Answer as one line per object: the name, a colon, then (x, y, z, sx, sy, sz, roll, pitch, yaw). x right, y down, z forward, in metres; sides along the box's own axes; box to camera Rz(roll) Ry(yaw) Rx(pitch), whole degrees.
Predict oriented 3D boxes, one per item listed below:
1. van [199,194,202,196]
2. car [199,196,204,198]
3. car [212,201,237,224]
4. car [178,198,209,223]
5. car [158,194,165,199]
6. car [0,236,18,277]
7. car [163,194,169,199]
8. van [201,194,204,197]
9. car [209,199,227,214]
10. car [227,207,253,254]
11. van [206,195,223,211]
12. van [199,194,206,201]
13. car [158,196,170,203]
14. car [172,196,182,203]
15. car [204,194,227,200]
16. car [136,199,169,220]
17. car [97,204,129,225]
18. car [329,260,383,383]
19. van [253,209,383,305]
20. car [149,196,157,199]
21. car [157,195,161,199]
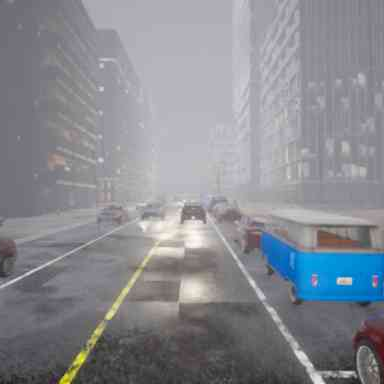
van: (2.694, 1.335, 73.477, 1.690, 1.788, 3.998, 1, 0, 0)
car: (0.092, 1.543, 42.799, 2.033, 1.411, 5.357, 0, 0, 0)
car: (2.700, 1.580, 24.386, 1.802, 1.307, 4.206, 1, 0, 0)
car: (0.096, 1.503, 25.220, 1.837, 1.490, 4.892, 0, 0, 0)
car: (-5.685, 1.521, 51.250, 1.752, 1.417, 4.829, 1, 0, 0)
car: (-5.644, 1.581, 7.641, 1.802, 1.307, 4.206, 1, 0, 0)
car: (-5.683, 1.309, 62.442, 2.192, 1.841, 5.009, 1, 0, 0)
van: (2.698, 1.336, 51.446, 1.690, 1.788, 3.998, 1, 0, 0)
car: (2.698, 1.579, 29.414, 1.802, 1.307, 4.206, 1, 0, 0)
car: (2.703, 1.544, 13.291, 1.887, 1.381, 4.507, 1, 0, 0)
van: (2.701, 1.337, 40.430, 1.690, 1.788, 3.998, 1, 0, 0)
van: (2.691, 1.334, 84.495, 1.690, 1.788, 3.998, 1, 0, 0)
car: (-5.688, 1.539, 67.953, 1.887, 1.381, 4.507, 1, 0, 0)
car: (-3.017, 1.543, 67.950, 1.812, 1.442, 4.674, 0, 0, 0)
car: (2.702, 1.312, 34.922, 2.192, 1.841, 5.009, 1, 0, 0)
car: (-3.104, 1.545, 27.989, 2.033, 1.411, 5.357, 0, 0, 0)
car: (-5.648, 1.580, 24.281, 1.802, 1.307, 4.206, 1, 0, 0)
car: (2.704, 1.582, 2.196, 1.802, 1.307, 4.206, 1, 0, 0)
van: (2.708, 1.341, 7.744, 1.690, 1.788, 3.998, 1, 0, 0)
car: (-5.683, 1.521, 40.227, 1.752, 1.417, 4.829, 1, 0, 0)
car: (-5.684, 1.521, 45.739, 1.752, 1.417, 4.829, 1, 0, 0)
